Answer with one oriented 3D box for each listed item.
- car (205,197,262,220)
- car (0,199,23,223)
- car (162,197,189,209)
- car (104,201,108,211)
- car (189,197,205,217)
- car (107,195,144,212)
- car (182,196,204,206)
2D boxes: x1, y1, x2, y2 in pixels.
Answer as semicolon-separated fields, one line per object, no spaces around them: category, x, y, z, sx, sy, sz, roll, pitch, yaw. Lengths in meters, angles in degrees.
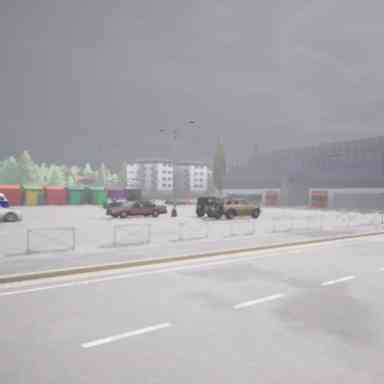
car;3.736;1.362;28.083;4.605;1.855;1.932;1;0;-35
car;-13.715;1.415;22.595;3.806;1.475;1.970;1;0;-35
car;-3.206;1.921;64.059;2.033;1.411;5.357;1;0;-33
car;-10.922;1.605;48.843;3.806;1.475;1.970;1;0;-35
car;2.108;1.365;30.477;3.866;1.878;1.905;1;0;-35
car;-9.257;1.365;46.474;3.866;1.878;1.905;1;0;-35
car;0.188;1.762;65.264;2.097;1.767;4.553;1;0;-33
